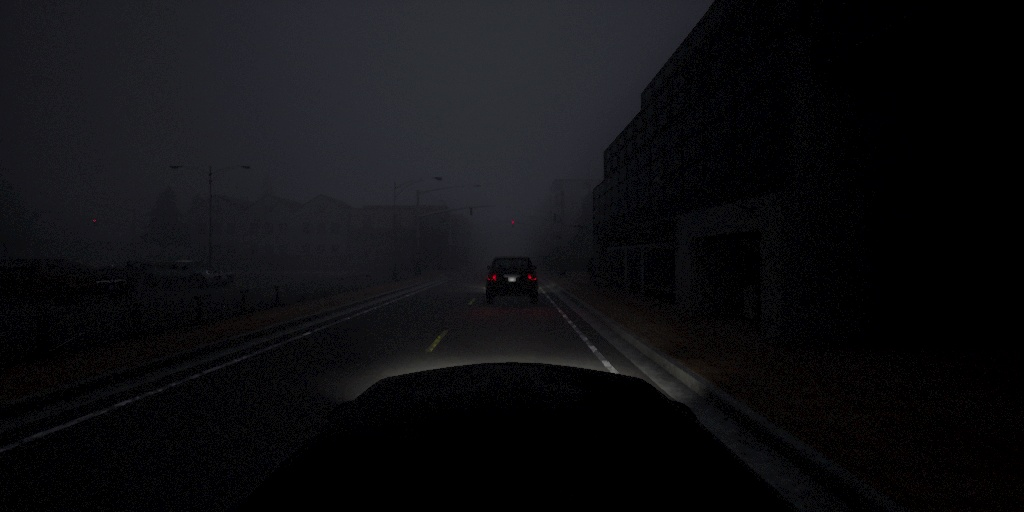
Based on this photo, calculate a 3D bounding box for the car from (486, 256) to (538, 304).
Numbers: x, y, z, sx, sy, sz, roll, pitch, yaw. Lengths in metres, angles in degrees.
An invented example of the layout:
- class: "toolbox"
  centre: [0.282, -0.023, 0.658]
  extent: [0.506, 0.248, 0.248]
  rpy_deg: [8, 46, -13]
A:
- class: "car"
  centre: [0.000, 1.006, 16.530]
  extent: [2.150, 2.045, 5.566]
  rpy_deg: [0, 0, 0]

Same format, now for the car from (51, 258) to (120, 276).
- class: "car"
  centre: [-46.579, 0.976, 39.216]
  extent: [4.553, 1.767, 2.097]
  rpy_deg: [0, 0, 0]
